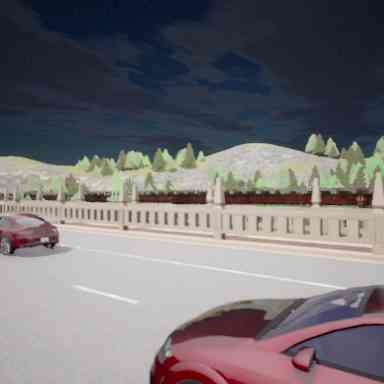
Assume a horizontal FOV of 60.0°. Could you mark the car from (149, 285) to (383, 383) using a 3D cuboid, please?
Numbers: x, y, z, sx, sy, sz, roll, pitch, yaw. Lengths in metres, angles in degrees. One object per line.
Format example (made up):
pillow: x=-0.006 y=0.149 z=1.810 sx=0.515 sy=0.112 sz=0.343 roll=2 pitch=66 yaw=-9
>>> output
car: x=1.628 y=1.565 z=2.831 sx=4.181 sy=1.385 sz=1.994 roll=0 pitch=0 yaw=36

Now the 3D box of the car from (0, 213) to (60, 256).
car: x=-7.238 y=1.587 z=13.462 sx=4.674 sy=1.442 sz=1.812 roll=0 pitch=0 yaw=36
